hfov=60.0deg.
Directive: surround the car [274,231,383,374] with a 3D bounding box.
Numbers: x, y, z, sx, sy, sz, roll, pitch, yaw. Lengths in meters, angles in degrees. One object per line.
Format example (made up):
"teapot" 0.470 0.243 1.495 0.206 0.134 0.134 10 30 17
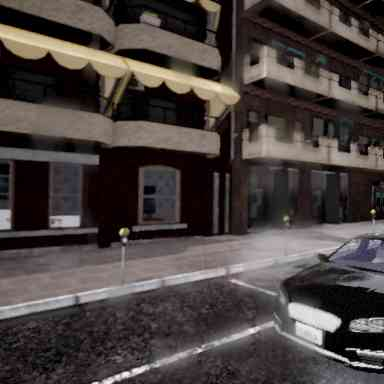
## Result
"car" 3.427 1.457 5.519 4.902 1.511 2.128 0 0 -36
